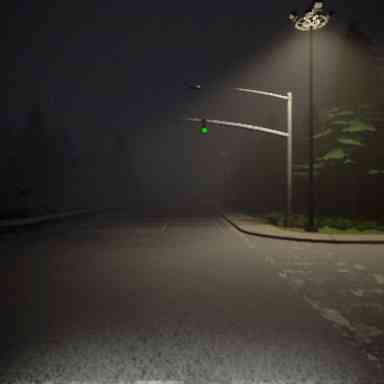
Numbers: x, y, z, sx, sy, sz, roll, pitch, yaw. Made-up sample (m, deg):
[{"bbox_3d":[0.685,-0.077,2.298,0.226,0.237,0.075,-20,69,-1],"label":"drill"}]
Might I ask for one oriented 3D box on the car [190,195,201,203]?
[{"bbox_3d":[0.699,1.292,65.166,2.097,1.767,4.553,0,0,2],"label":"car"}]
